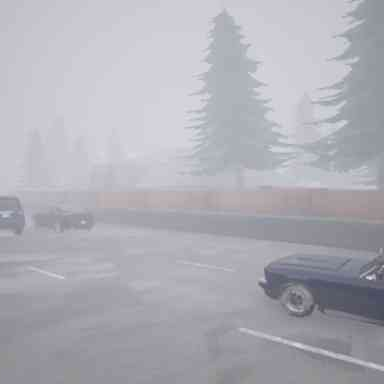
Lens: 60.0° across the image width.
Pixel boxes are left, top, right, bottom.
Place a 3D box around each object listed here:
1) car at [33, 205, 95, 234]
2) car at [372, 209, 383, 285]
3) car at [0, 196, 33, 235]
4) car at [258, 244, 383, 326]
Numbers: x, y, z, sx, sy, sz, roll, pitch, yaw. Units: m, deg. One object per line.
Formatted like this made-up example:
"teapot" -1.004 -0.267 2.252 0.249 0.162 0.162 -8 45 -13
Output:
"car" -7.682 1.486 19.616 5.008 1.535 1.882 0 0 43
"car" 6.918 1.378 7.750 4.553 1.767 2.097 0 0 35
"car" -10.873 1.221 17.790 5.566 2.045 2.150 0 0 43
"car" 3.626 1.617 5.771 4.718 1.301 1.895 0 0 36
